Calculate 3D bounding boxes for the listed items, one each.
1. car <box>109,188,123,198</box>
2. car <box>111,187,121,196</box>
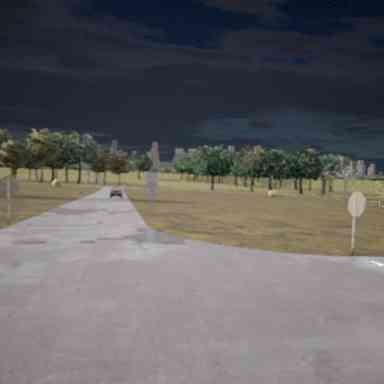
[{"bbox_3d":[-11.424,0.152,50.200,1.837,1.490,4.892,1,1,-13],"label":"car"},{"bbox_3d":[-14.090,-0.094,61.855,1.812,1.442,4.674,1,1,-12],"label":"car"}]
